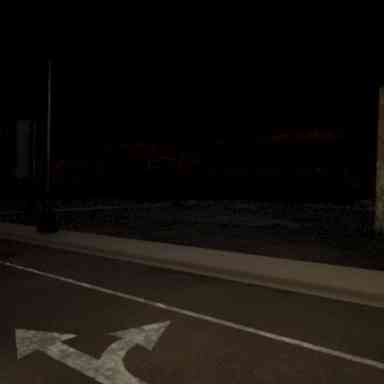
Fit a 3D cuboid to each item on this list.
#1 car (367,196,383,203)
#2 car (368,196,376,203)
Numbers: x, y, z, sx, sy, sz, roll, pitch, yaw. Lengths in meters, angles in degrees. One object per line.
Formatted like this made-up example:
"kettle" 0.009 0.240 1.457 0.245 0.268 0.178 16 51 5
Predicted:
"car" 38.384 1.518 69.070 1.853 1.218 4.536 1 1 6
"car" 38.375 1.676 69.021 2.038 1.542 4.974 1 1 6
